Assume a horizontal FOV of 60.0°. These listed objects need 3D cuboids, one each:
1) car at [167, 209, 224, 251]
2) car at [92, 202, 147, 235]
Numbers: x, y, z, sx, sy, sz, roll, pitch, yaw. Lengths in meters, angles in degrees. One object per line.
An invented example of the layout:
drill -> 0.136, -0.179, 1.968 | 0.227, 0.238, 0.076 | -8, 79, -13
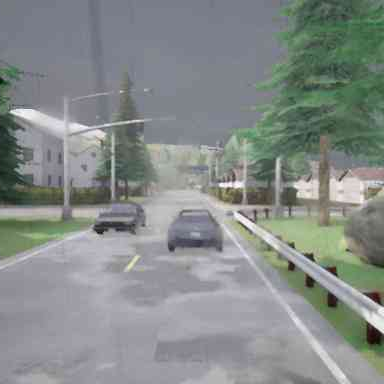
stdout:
car -> 0.119, 1.335, 12.946 | 1.994, 1.385, 4.181 | 0, 1, 0
car -> -3.475, 1.243, 17.095 | 2.033, 1.411, 5.357 | 0, 1, 0
